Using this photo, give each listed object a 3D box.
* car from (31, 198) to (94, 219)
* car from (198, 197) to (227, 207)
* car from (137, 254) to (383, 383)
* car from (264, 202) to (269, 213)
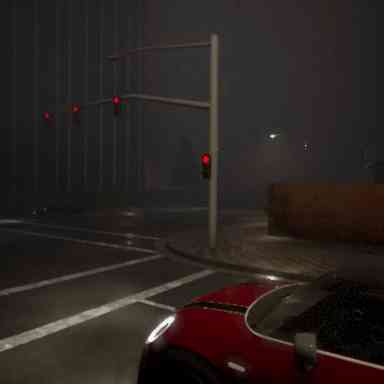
[{"bbox_3d":[-10.021,1.241,26.113,2.128,1.511,4.902,1,0,35],"label":"car"},{"bbox_3d":[2.778,1.349,44.127,1.895,1.301,4.718,1,0,36],"label":"car"},{"bbox_3d":[1.678,1.351,2.760,4.553,1.767,2.097,1,0,36],"label":"car"},{"bbox_3d":[9.033,1.428,34.513,1.994,1.385,4.181,1,0,35],"label":"car"}]
